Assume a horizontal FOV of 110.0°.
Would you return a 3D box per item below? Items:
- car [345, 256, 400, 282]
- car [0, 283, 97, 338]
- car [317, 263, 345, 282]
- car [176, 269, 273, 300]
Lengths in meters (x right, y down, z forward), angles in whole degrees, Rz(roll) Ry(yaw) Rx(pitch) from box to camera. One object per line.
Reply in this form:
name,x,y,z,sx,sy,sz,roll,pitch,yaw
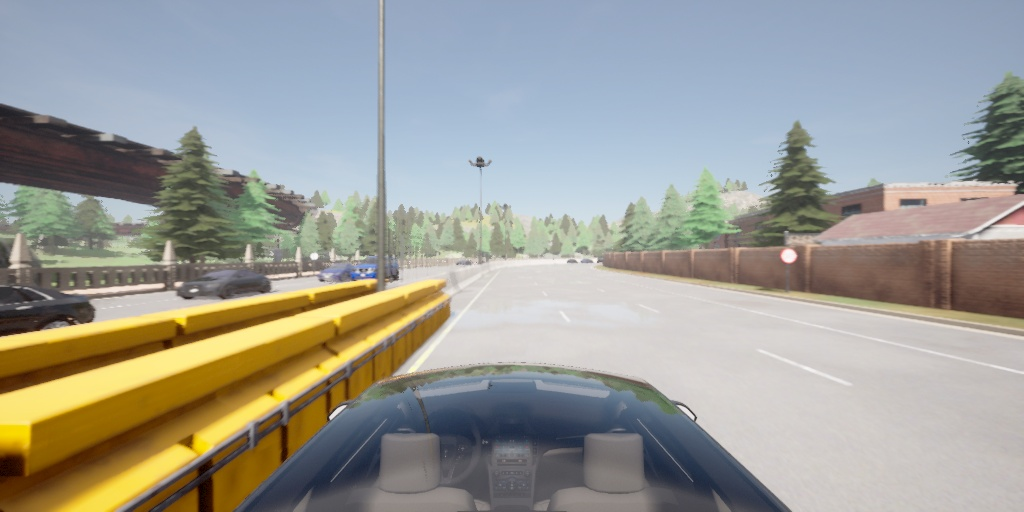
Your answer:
car,-10.536,1.015,28.171,2.150,2.045,5.566,0,0,1
car,-10.590,1.261,6.233,1.837,1.490,4.892,0,0,0
car,-13.986,1.318,29.422,1.812,1.442,4.674,0,0,0
car,-14.068,1.339,17.843,1.994,1.385,4.181,0,0,0
